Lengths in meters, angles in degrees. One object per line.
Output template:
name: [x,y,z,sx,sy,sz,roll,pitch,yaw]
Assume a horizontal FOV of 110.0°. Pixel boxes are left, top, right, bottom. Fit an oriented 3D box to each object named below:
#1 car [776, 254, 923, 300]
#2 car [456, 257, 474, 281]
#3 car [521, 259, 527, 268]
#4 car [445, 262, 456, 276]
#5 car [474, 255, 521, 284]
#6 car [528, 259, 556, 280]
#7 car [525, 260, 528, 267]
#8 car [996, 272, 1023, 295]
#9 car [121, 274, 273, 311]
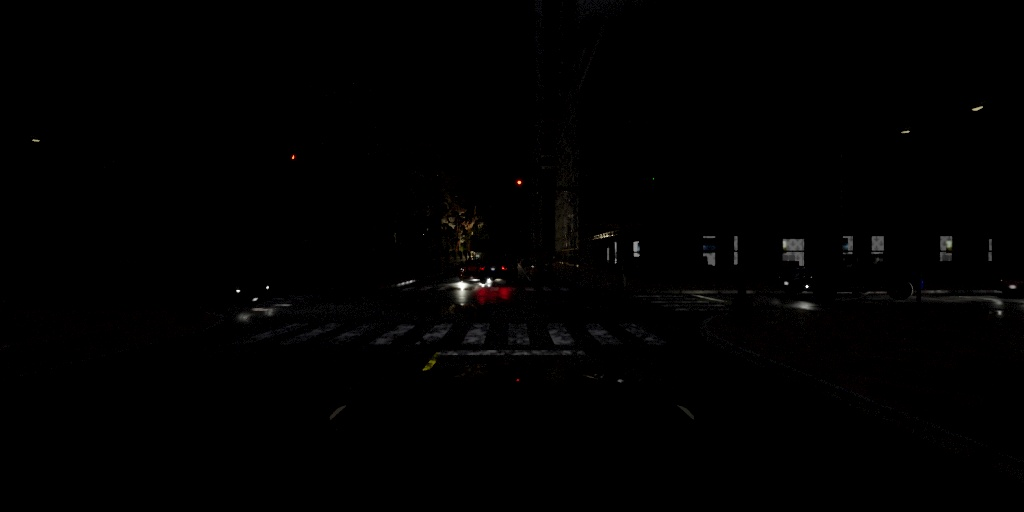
car: [15.702,0.925,16.863,5.566,2.045,2.150,0,0,1]
car: [-3.119,1.104,29.998,2.097,1.767,4.553,0,0,0]
car: [2.652,1.315,59.232,1.948,1.339,4.313,0,0,0]
car: [-5.714,1.297,36.499,1.888,1.381,4.507,0,0,0]
car: [-0.902,0.973,26.787,2.150,2.045,5.566,0,0,8]
car: [2.671,1.191,30.826,1.967,1.591,4.097,0,0,0]
car: [2.667,1.318,36.507,1.948,1.339,4.313,0,0,0]
car: [25.777,1.164,16.656,4.902,1.511,2.128,0,0,1]
car: [-12.146,1.375,14.032,4.718,1.301,1.895,0,0,4]
